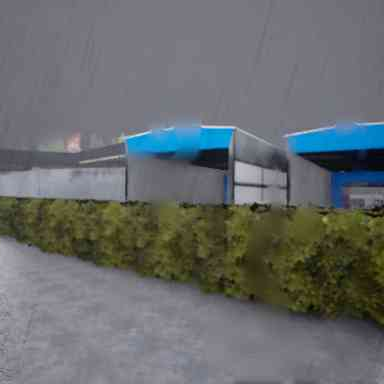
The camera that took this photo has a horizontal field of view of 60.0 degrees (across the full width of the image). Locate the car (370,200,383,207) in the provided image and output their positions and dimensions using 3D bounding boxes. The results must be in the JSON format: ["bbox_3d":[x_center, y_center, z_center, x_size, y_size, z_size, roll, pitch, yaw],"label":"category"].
[{"bbox_3d":[29.523,2.416,52.410,3.633,1.501,1.845,1,-1,-42],"label":"car"}]

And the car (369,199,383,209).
[{"bbox_3d":[38.620,2.520,69.402,3.866,1.878,1.905,1,-1,-42],"label":"car"}]
